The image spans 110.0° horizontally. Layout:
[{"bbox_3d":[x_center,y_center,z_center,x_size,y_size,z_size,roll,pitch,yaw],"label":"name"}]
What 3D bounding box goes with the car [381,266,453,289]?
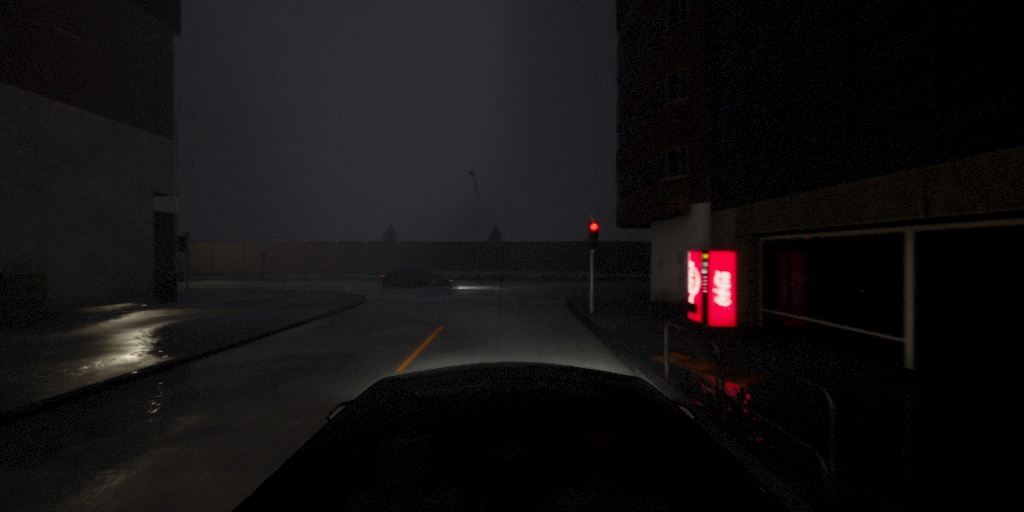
[{"bbox_3d":[-5.745,1.302,21.874,4.181,1.385,1.994,0,0,0],"label":"car"}]
